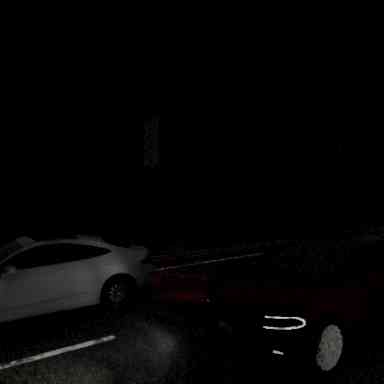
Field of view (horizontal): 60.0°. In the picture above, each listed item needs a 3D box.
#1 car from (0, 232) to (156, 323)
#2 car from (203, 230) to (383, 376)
[{"bbox_3d":[-2.920,1.525,6.191,4.674,1.442,1.812,0,0,-36],"label":"car"},{"bbox_3d":[2.465,1.475,5.748,5.008,1.535,1.882,0,0,-35],"label":"car"}]
